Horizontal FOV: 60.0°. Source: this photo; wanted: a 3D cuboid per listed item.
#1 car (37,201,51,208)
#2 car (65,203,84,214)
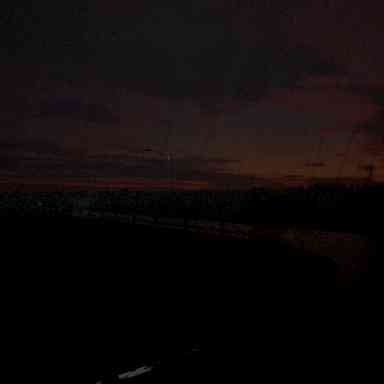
[{"bbox_3d":[-35.729,3.198,81.491,2.033,1.411,5.357,0,-1,-35],"label":"car"},{"bbox_3d":[-17.925,2.454,50.761,2.128,1.511,4.902,0,-1,-35],"label":"car"}]
